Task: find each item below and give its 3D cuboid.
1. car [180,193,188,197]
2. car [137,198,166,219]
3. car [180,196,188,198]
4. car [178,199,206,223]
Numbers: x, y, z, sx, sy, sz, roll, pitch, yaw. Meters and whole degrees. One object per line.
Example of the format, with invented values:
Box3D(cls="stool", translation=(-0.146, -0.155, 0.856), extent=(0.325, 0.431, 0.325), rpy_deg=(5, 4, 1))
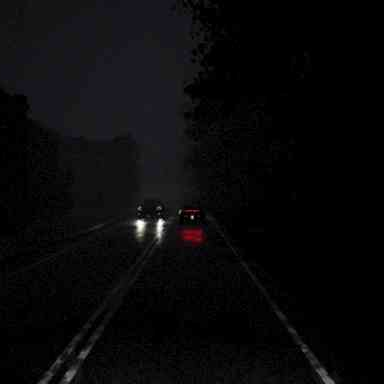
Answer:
Box3D(cls="car", translation=(-2.136, 0.954, 85.548), extent=(1.895, 1.301, 4.718), rpy_deg=(0, 1, -3))
Box3D(cls="car", translation=(-3.459, 1.327, 28.840), extent=(2.097, 1.767, 4.553), rpy_deg=(0, 0, 0))
Box3D(cls="car", translation=(-0.275, 1.546, 41.747), extent=(1.895, 1.301, 4.718), rpy_deg=(0, 0, -2))
Box3D(cls="car", translation=(0.003, 1.487, 25.136), extent=(1.837, 1.490, 4.892), rpy_deg=(0, 0, -1))
